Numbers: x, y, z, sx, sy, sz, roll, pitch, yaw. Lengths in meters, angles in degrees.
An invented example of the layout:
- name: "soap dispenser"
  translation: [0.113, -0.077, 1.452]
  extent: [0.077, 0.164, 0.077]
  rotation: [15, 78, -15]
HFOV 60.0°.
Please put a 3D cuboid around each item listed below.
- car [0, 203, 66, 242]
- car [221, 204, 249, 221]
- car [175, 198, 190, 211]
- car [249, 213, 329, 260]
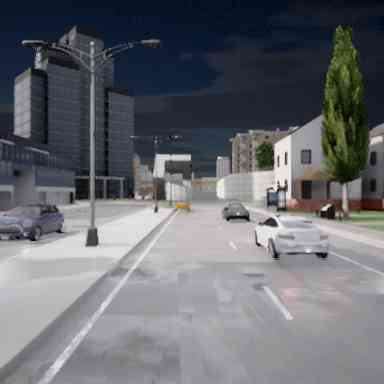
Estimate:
- name: "car"
  translation: [-8.098, 1.408, 16.682]
  extent: [2.097, 1.767, 4.553]
  rotation: [0, 0, 0]
- name: "car"
  translation: [3.600, 1.657, 27.944]
  extent: [1.994, 1.385, 4.181]
  rotation: [0, 0, 0]
- name: "car"
  translation: [-1.224, 1.597, 42.663]
  extent: [1.801, 1.575, 5.366]
  rotation: [0, 0, 0]
- name: "car"
  translation: [3.586, 1.568, 12.573]
  extent: [1.812, 1.442, 4.674]
  rotation: [0, 0, 0]
